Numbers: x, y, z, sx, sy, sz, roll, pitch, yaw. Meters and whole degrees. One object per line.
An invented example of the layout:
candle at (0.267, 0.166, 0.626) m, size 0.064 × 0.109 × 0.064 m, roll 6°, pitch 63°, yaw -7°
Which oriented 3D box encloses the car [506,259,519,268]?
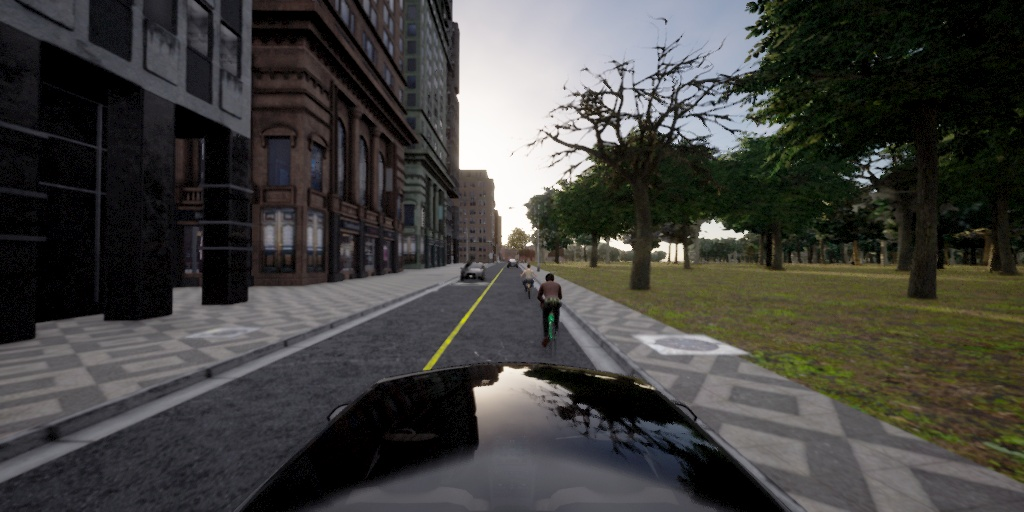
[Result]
car at (0.106, 1.373, 63.468) m, size 1.812 × 1.442 × 4.674 m, roll 0°, pitch 0°, yaw 0°

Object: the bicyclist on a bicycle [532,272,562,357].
bicyclist on a bicycle at (0.825, 1.205, 7.660) m, size 0.582 × 1.620 × 1.656 m, roll 0°, pitch 0°, yaw 0°

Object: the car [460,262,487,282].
car at (-3.098, 1.277, 29.434) m, size 1.837 × 1.490 × 4.892 m, roll 0°, pitch 0°, yaw 0°

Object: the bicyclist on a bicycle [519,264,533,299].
bicyclist on a bicycle at (0.791, 1.194, 17.142) m, size 0.866 × 1.612 × 1.509 m, roll 0°, pitch 0°, yaw 0°
